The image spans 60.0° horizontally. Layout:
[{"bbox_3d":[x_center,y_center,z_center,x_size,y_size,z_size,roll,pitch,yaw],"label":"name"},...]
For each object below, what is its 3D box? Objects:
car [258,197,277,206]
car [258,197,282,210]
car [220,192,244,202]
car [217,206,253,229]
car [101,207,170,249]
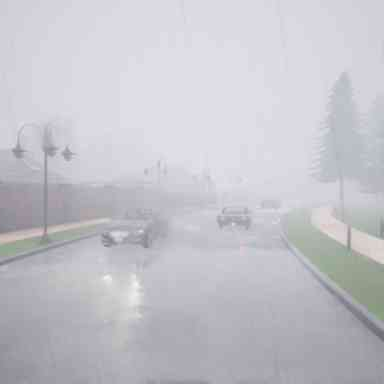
[{"bbox_3d":[12.131,1.455,53.226,1.895,1.301,4.718,0,0,28],"label":"car"},{"bbox_3d":[9.592,1.396,40.128,1.837,1.490,4.892,0,0,25],"label":"car"},{"bbox_3d":[7.274,0.973,63.041,3.866,1.878,1.905,0,0,28],"label":"car"},{"bbox_3d":[2.849,1.534,21.185,1.895,1.301,4.718,0,0,13],"label":"car"},{"bbox_3d":[-2.239,1.429,14.364,2.128,1.511,4.902,0,0,9],"label":"car"}]
